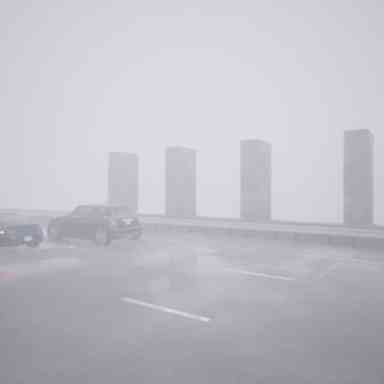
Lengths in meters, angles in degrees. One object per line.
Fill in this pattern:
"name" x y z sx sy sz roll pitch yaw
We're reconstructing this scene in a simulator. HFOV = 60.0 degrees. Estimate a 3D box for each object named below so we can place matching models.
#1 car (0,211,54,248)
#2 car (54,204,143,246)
"car" -7.830 1.490 13.102 4.674 1.442 1.812 0 0 31
"car" -4.501 1.316 15.160 4.553 1.767 2.097 0 0 32
